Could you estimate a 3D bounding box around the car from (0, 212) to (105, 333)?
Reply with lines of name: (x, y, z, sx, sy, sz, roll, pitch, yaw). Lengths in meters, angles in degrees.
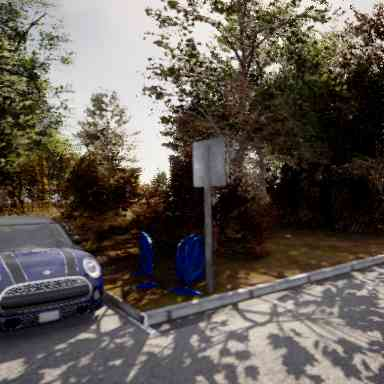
car: (-3.518, 1.342, 7.004, 2.185, 1.767, 4.553, 0, 0, -36)
